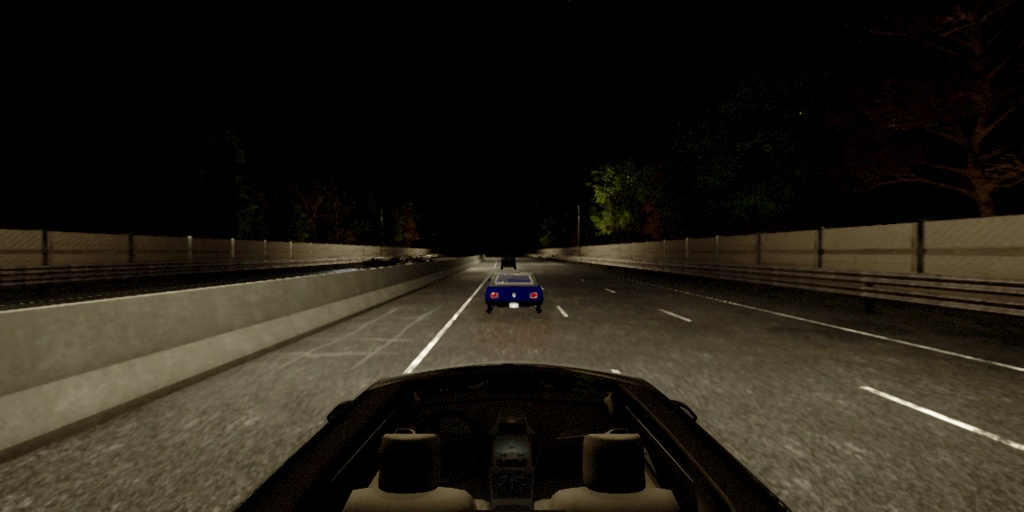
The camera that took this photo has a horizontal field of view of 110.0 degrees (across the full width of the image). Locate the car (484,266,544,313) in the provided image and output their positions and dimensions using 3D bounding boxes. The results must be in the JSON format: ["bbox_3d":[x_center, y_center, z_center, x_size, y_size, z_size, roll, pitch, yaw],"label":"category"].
[{"bbox_3d":[0.054,1.233,13.373,1.895,1.301,4.718,0,1,0],"label":"car"}]

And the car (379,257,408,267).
[{"bbox_3d":[-14.615,0.856,45.442,2.033,1.411,5.357,0,1,-1],"label":"car"}]

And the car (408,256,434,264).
[{"bbox_3d":[-11.121,0.802,45.224,2.128,1.511,4.902,0,1,-1],"label":"car"}]

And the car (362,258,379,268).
[{"bbox_3d":[-18.166,0.887,47.644,1.895,1.301,4.718,0,1,-1],"label":"car"}]

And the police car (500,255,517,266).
[{"bbox_3d":[-0.450,0.735,45.231,1.930,1.638,5.238,0,1,-1],"label":"police car"}]
